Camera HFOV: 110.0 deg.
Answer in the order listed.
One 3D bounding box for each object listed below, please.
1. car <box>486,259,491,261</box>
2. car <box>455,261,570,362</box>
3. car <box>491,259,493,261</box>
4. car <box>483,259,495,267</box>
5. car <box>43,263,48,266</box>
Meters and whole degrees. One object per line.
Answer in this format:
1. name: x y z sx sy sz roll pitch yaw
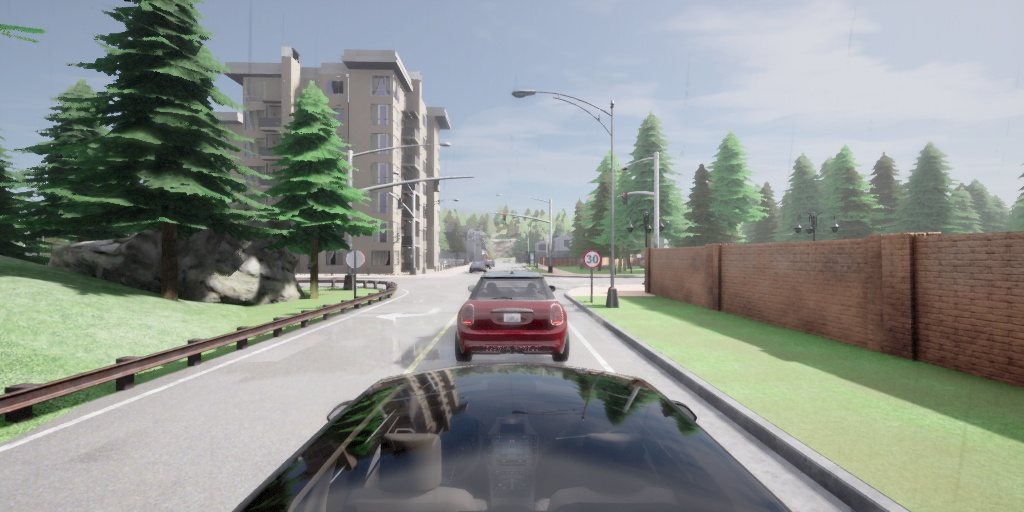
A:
1. car: -3.962 1.298 42.148 2.033 1.411 5.357 0 0 0
2. car: 0.002 1.102 8.402 2.097 1.767 4.553 0 0 0
3. car: -4.065 1.351 54.104 1.895 1.301 4.718 0 0 0
4. car: -4.129 1.314 65.353 1.994 1.385 4.181 0 0 0
5. car: -30.940 0.987 24.700 5.566 2.045 2.150 0 0 -1
